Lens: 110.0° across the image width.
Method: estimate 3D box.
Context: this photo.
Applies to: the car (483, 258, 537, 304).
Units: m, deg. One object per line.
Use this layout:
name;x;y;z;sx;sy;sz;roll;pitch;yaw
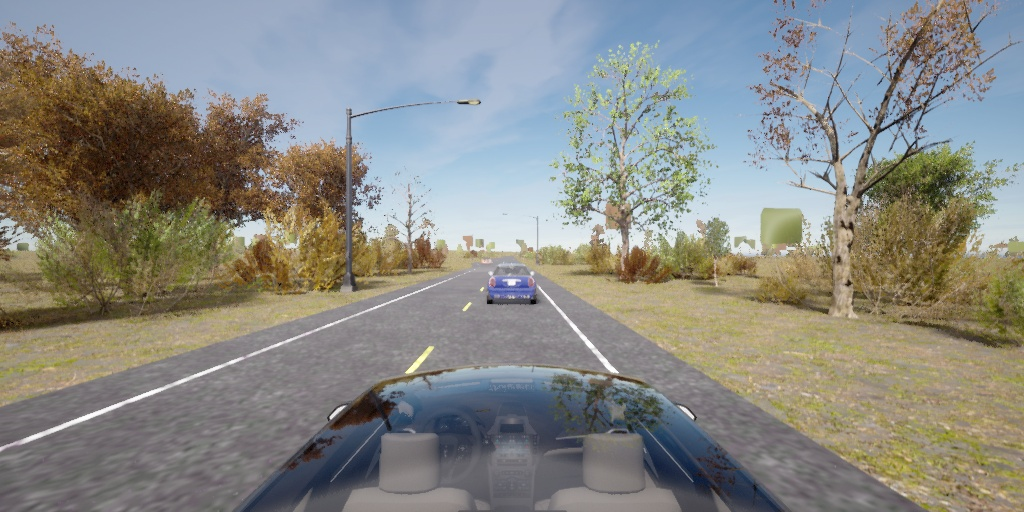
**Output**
car;-0.016;1.114;16.475;2.097;1.767;4.553;0;0;0
